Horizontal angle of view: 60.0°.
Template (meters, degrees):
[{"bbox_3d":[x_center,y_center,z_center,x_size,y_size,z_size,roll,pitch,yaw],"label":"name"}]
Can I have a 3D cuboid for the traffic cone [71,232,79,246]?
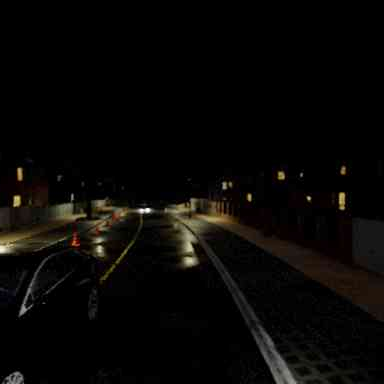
[{"bbox_3d":[-5.268,2.124,15.025,0.340,0.580,0.340,0,-1,-5],"label":"traffic cone"}]

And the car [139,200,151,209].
[{"bbox_3d":[-8.283,2.126,58.679,2.128,1.511,4.902,0,-1,-7],"label":"car"}]

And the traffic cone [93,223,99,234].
[{"bbox_3d":[-5.727,2.179,19.945,0.340,0.580,0.340,0,-1,-6],"label":"traffic cone"}]

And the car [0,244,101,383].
[{"bbox_3d":[-2.568,1.541,4.400,2.128,1.511,4.902,0,-1,-2],"label":"car"}]

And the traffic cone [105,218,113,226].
[{"bbox_3d":[-6.307,2.235,24.852,0.340,0.580,0.340,0,-1,-7],"label":"traffic cone"}]

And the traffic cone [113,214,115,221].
[{"bbox_3d":[-7.006,2.291,29.743,0.340,0.580,0.340,0,-1,-9],"label":"traffic cone"}]
